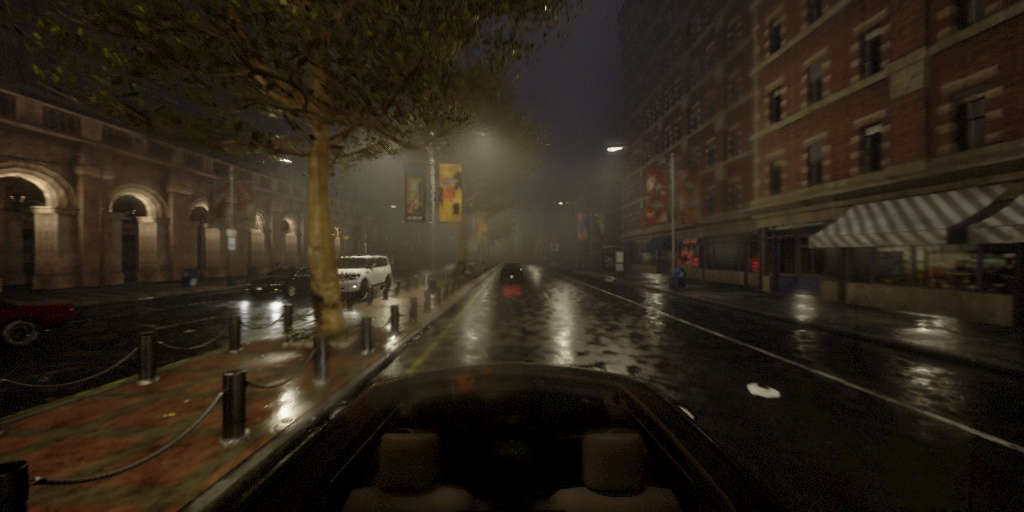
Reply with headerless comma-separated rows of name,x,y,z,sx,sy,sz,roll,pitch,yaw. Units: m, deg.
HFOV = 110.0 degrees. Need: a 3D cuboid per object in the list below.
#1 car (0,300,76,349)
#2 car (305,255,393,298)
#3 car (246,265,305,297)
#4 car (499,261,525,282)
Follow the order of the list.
car,-11.603,1.357,6.470,1.895,1.301,4.718,0,0,0
car,-8.022,0.967,18.748,2.150,2.045,5.566,0,0,0
car,-11.601,1.263,18.904,1.837,1.490,4.892,0,0,0
car,0.002,1.259,28.910,1.837,1.490,4.892,0,1,0
